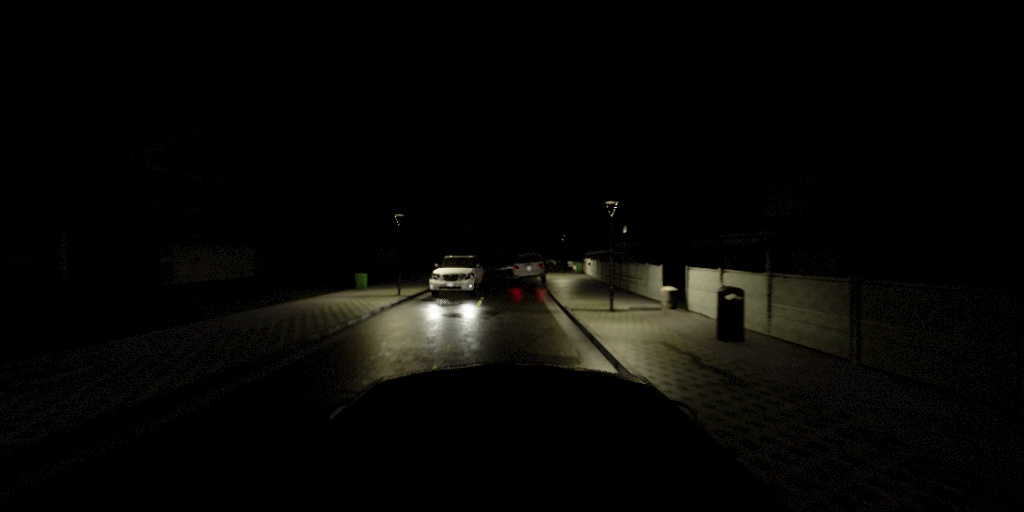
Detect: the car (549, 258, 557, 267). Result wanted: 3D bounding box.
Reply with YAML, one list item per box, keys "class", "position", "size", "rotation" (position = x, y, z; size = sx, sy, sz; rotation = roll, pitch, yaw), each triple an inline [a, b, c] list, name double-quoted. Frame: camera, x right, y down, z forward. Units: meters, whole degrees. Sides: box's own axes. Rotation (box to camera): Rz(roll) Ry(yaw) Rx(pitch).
- class: "car"
  position: [6.448, 1.076, 62.116]
  size: [1.812, 1.442, 4.674]
  rotation: [0, 0, 16]

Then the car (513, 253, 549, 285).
- class: "car"
  position: [1.261, 0.833, 25.840]
  size: [2.150, 2.045, 5.566]
  rotation: [-5, 0, 4]

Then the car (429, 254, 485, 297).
- class: "car"
  position: [-2.726, 0.934, 19.014]
  size: [2.150, 2.045, 5.566]
  rotation: [0, 0, 2]
